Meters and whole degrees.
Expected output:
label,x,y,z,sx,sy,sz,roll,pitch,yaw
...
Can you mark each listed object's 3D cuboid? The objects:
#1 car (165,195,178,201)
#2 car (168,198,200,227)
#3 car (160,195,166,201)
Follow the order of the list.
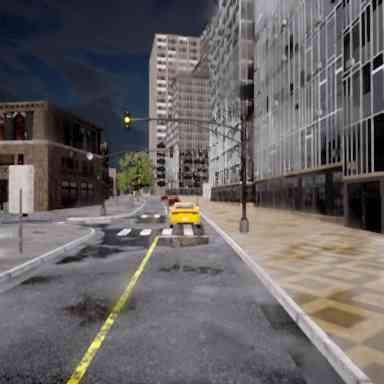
label,x,y,z,sx,sy,sz,roll,pitch,yaw
car,-2.759,1.474,51.498,1.812,1.442,4.674,0,0,-6
car,-0.526,1.458,22.694,1.882,1.535,5.008,0,0,-3
car,-6.458,1.435,78.503,1.812,1.442,4.674,0,0,-10
